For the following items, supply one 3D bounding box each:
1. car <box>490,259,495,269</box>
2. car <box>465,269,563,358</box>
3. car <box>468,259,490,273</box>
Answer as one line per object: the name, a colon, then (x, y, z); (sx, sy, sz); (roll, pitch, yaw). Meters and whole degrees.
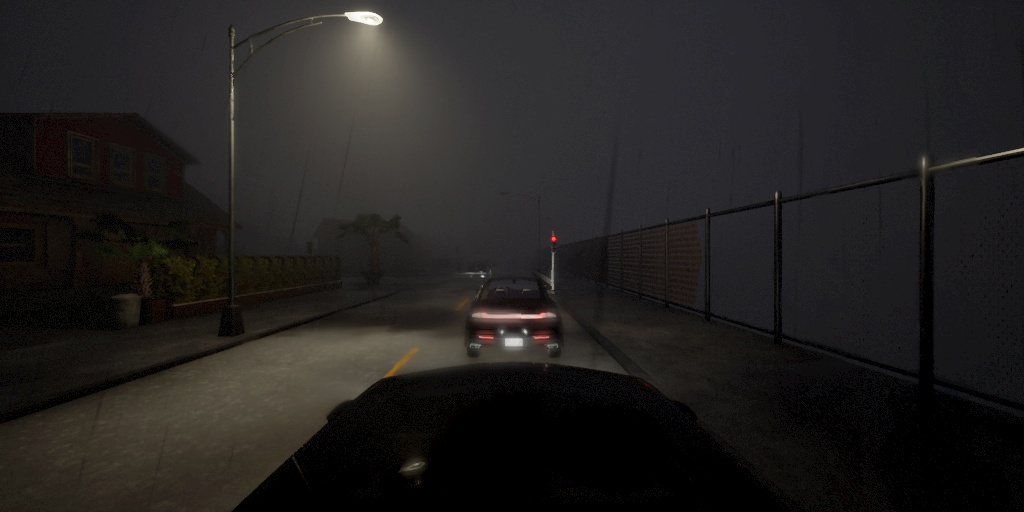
car: (-4.107, 1.252, 57.518); (1.837, 1.490, 4.892); (0, 1, 0)
car: (0.052, 1.242, 8.472); (2.128, 1.511, 4.902); (0, 0, 0)
car: (-4.122, 1.314, 43.573); (1.994, 1.385, 4.181); (0, 0, 1)
